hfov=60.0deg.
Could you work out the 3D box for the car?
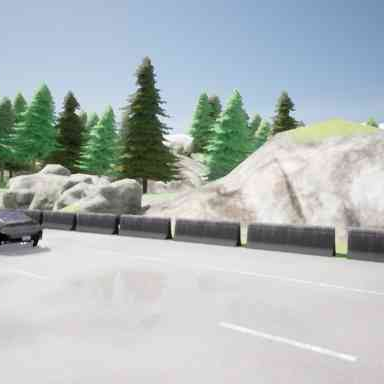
[{"bbox_3d":[-8.285,1.575,14.082,4.902,1.511,2.128,-1,-1,36],"label":"car"}]
